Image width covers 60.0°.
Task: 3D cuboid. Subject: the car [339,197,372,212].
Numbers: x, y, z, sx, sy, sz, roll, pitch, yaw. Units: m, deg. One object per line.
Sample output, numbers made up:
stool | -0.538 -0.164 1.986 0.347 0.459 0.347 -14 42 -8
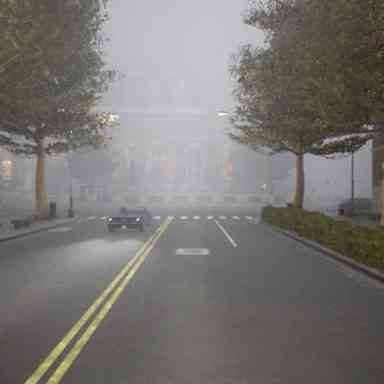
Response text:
car | 18.027 1.297 34.947 4.892 1.490 1.837 0 0 0

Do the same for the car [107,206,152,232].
car | -3.503 1.484 19.343 1.895 1.301 4.718 0 0 0
